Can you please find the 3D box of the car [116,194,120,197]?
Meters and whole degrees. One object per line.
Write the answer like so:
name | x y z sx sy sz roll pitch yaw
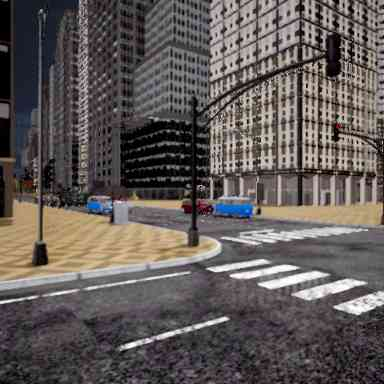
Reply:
car | -13.100 1.422 49.962 2.128 1.511 4.902 0 0 -33

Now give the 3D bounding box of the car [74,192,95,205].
car | -18.984 1.104 58.581 2.150 2.045 5.566 0 0 -34

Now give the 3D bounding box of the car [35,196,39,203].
car | -28.153 1.418 61.983 1.802 1.307 4.206 0 0 -34

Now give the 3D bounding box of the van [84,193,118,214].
van | -9.525 1.331 34.457 1.690 1.788 3.998 0 0 -34

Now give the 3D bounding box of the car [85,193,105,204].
car | -18.107 1.190 62.092 2.192 1.841 5.009 0 0 -34

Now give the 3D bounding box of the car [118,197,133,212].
car | -8.338 1.587 37.321 1.895 1.301 4.718 0 0 -34

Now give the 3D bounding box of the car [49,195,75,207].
car | -18.839 1.480 48.220 1.947 1.339 4.313 0 0 -34

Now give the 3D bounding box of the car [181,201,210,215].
car | 0.536 1.572 34.582 1.887 1.381 4.507 0 0 -34

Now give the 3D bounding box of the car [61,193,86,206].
car | -18.634 1.228 52.710 2.150 2.045 5.566 0 0 -34

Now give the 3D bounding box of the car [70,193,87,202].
car | -24.315 1.138 71.268 2.192 1.841 5.009 0 0 -34

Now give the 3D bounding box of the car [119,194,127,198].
car | -11.897 1.241 52.916 2.192 1.841 5.009 0 0 -34

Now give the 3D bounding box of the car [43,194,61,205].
car | -21.943 1.439 52.807 2.008 1.369 4.403 0 0 -34

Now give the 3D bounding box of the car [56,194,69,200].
car | -31.890 1.238 81.864 1.882 1.535 5.008 0 0 -34

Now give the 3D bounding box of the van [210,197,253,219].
van | 3.716 1.394 30.046 1.690 1.788 3.998 0 0 -34
